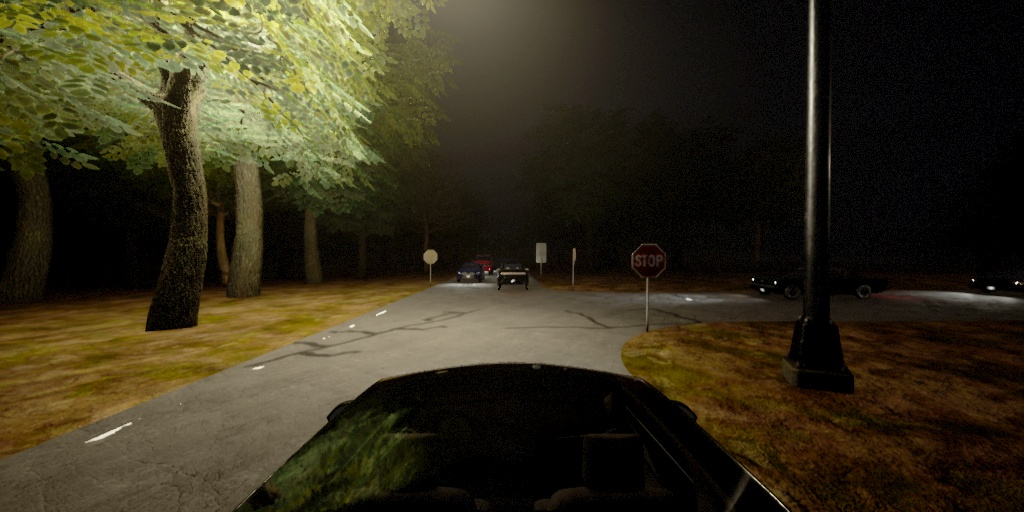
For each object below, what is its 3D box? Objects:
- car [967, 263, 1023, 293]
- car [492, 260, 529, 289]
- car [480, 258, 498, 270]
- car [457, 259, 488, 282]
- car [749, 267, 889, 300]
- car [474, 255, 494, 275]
[{"bbox_3d":[23.458,0.971,15.650,5.357,1.411,2.033,-1,1,-2],"label":"car"},{"bbox_3d":[0.050,1.204,22.710,2.128,1.511,4.902,0,0,0],"label":"car"},{"bbox_3d":[-3.192,1.104,49.913,2.128,1.511,4.902,0,0,0],"label":"car"},{"bbox_3d":[-3.158,1.222,28.145,1.812,1.442,4.674,0,0,0],"label":"car"},{"bbox_3d":[13.207,1.154,15.711,4.718,1.301,1.895,-1,1,1],"label":"car"},{"bbox_3d":[-3.176,0.887,38.771,2.150,2.045,5.566,0,0,0],"label":"car"}]
